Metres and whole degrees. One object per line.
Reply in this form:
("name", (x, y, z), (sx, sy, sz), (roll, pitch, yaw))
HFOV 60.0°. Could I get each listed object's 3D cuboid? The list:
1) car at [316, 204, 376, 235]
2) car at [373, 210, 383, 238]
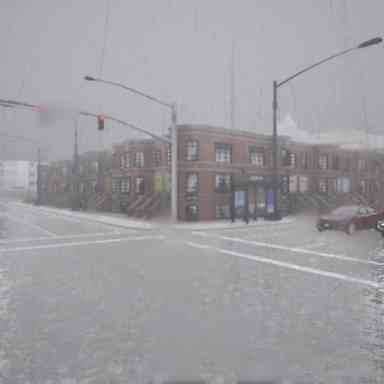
("car", (9.183, 1.498, 19.137), (5.008, 1.535, 1.882), (0, 0, -36))
("car", (11.031, 1.621, 16.154), (4.718, 1.301, 1.895), (0, 0, -36))
